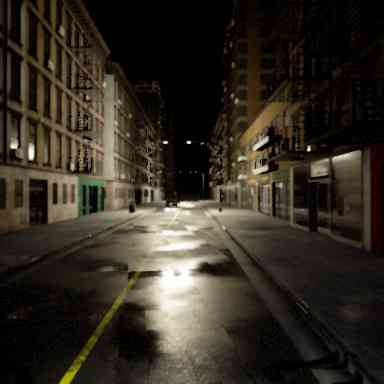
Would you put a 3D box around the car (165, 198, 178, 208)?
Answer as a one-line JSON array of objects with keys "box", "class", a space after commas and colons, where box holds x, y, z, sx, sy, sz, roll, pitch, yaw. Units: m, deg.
[{"box": [-3.098, 1.645, 51.344, 2.128, 1.511, 4.902, 0, 0, 0], "class": "car"}]
